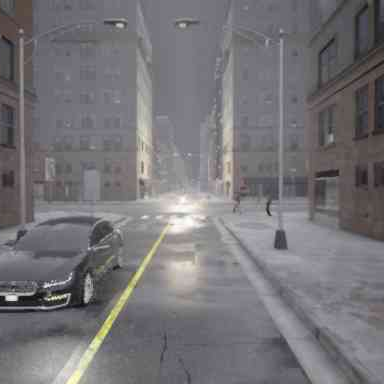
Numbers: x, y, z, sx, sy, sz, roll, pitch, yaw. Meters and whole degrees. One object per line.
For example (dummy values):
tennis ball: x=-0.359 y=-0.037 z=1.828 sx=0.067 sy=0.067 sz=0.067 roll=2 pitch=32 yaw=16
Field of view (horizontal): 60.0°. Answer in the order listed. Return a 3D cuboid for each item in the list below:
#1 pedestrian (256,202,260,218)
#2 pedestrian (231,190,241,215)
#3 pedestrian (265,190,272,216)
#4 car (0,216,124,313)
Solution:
pedestrian: x=4.514 y=1.165 z=22.612 sx=0.500 sy=1.100 sz=0.500 roll=0 pitch=1 yaw=0
pedestrian: x=3.211 y=0.767 z=23.807 sx=0.375 sy=1.860 sz=0.375 roll=0 pitch=1 yaw=0
pedestrian: x=5.379 y=0.776 z=23.205 sx=0.375 sy=1.860 sz=0.375 roll=0 pitch=1 yaw=0
car: x=-2.838 y=1.381 z=7.677 sx=1.837 sy=1.490 sz=4.892 roll=0 pitch=1 yaw=0
